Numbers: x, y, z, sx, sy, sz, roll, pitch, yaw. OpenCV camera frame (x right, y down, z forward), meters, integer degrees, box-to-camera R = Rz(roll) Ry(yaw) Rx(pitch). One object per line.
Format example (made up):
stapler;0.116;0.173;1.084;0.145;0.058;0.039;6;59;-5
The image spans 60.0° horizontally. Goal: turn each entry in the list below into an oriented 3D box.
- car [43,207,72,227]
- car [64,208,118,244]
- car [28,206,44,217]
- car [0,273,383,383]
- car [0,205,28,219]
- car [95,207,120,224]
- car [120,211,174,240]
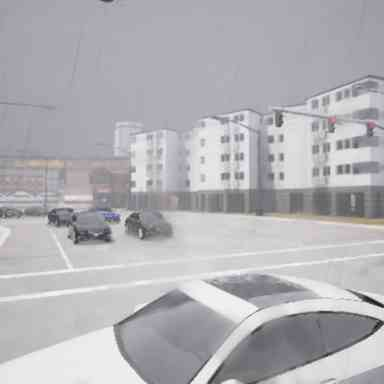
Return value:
car;-10.765;2.086;27.920;1.837;1.490;4.892;1;-2;-35
car;-5.727;1.897;18.429;1.837;1.490;4.892;0;-1;-26
car;-19.046;2.415;41.446;4.181;1.385;1.994;-1;-1;36
car;0.358;1.598;3.077;4.674;1.442;1.812;0;-1;-26
car;-21.896;2.321;39.223;4.892;1.490;1.837;-2;-2;34
car;-8.124;2.095;30.200;1.882;1.535;5.008;1;-1;-35
car;-2.662;1.922;20.105;1.837;1.490;4.892;0;-1;-26
